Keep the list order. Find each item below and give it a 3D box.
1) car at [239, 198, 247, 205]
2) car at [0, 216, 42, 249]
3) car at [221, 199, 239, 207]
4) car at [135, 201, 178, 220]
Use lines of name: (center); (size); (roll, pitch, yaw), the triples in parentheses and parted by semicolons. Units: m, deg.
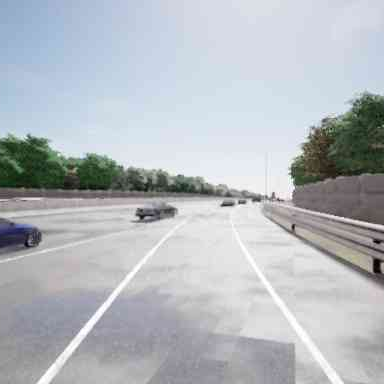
car: (11.004, 2.097, 73.013); (2.128, 1.511, 4.902); (0, -1, 17)
car: (-7.428, 1.459, 11.646); (1.812, 1.442, 4.674); (0, 0, 17)
car: (6.383, 1.885, 57.624); (1.994, 1.385, 4.181); (0, -1, 17)
car: (-2.792, 1.456, 27.111); (2.033, 1.411, 5.357); (0, 0, 17)
